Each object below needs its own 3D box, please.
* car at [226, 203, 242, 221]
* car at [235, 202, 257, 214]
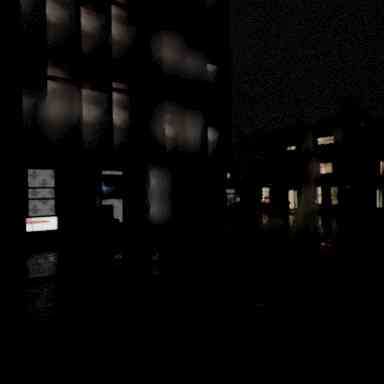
[{"bbox_3d":[1.873,1.853,28.749,1.947,1.339,4.313,-2,0,-37],"label":"car"},{"bbox_3d":[5.472,1.799,38.352,2.008,1.369,4.403,-2,0,-37],"label":"car"}]
